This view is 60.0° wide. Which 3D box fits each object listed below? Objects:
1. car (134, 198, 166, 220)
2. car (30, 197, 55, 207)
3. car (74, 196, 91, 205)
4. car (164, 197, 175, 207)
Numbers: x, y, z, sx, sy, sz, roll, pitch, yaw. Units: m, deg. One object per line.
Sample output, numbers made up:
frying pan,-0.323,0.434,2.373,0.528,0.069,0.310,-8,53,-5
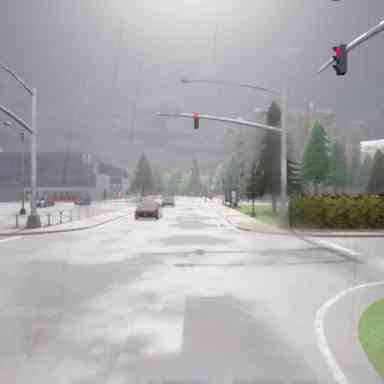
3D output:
car,-3.583,1.469,27.900,1.882,1.535,5.008,0,0,0
car,-20.482,1.370,45.687,1.970,1.475,3.806,0,0,0
car,-17.425,1.357,53.076,1.845,1.501,3.633,0,0,0
car,-3.529,1.491,50.012,1.837,1.490,4.892,0,-1,0
